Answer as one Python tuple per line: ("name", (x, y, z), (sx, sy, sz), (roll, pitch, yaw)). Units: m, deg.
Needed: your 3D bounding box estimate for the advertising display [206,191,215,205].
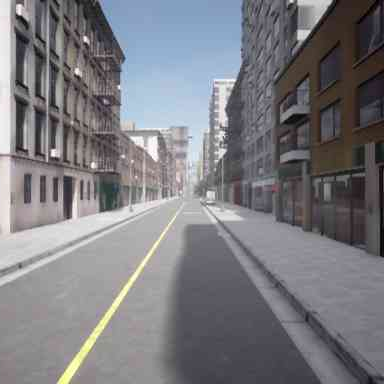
("advertising display", (3.130, 0.999, 55.422), (1.540, 2.440, 0.280), (0, 0, 0))
